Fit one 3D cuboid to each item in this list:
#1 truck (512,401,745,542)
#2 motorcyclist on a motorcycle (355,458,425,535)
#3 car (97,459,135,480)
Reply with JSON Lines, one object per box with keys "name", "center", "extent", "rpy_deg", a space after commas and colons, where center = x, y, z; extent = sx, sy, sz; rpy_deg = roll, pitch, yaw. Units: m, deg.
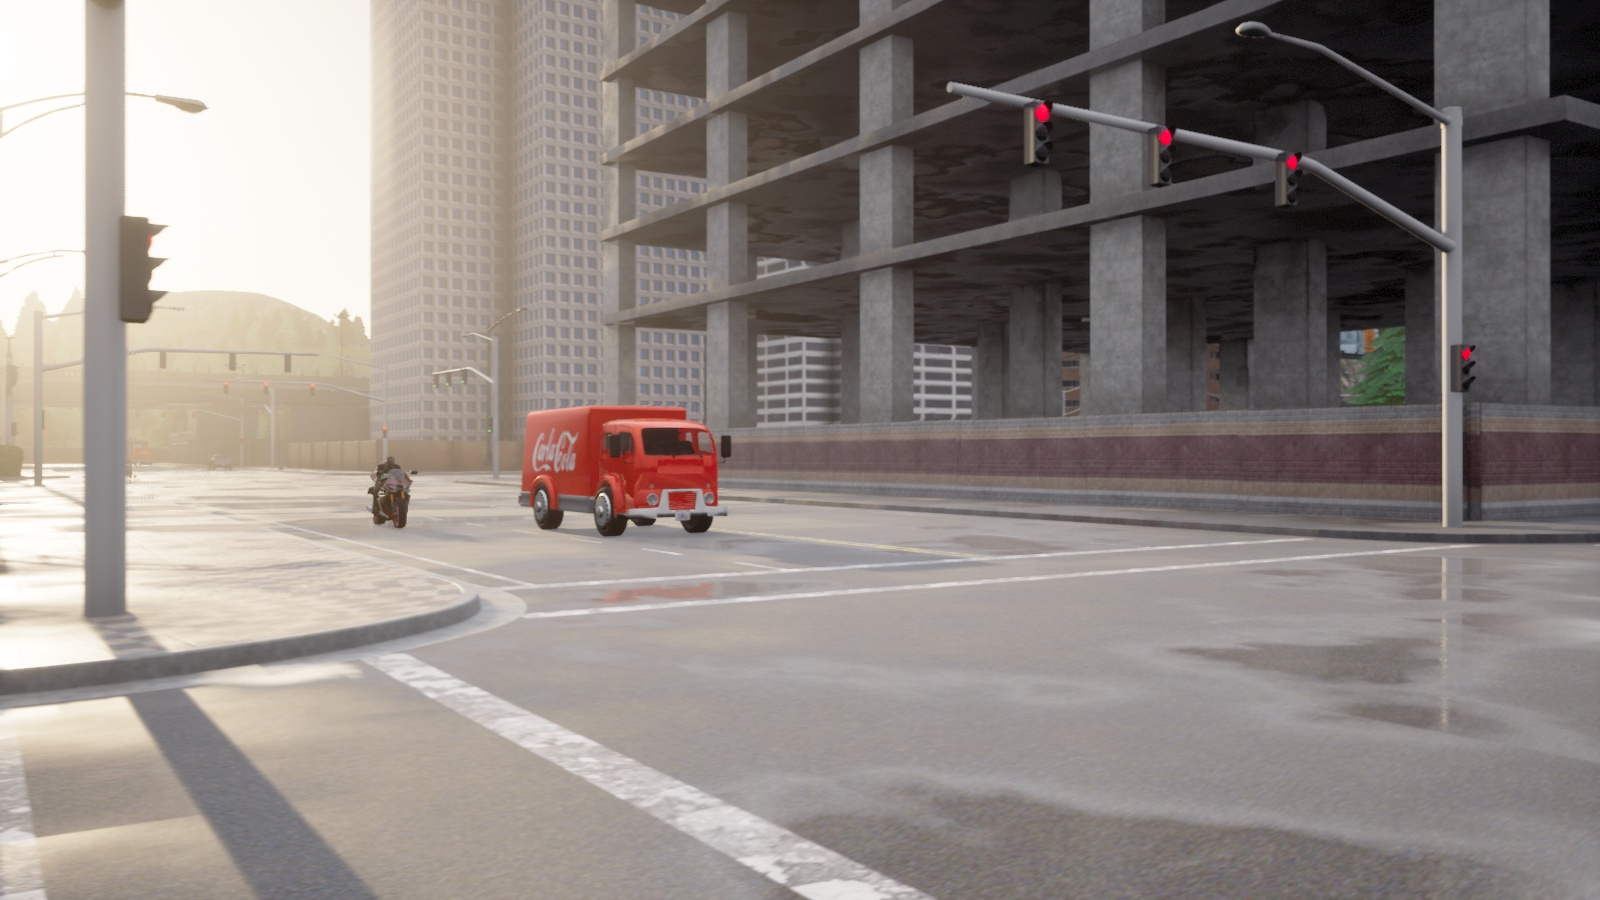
{"name": "truck", "center": [-3.554, 0.385, 24.952], "extent": [2.627, 2.467, 5.204], "rpy_deg": [0, 0, -33]}
{"name": "motorcyclist on a motorcycle", "center": [-8.621, 0.939, 26.372], "extent": [0.866, 1.530, 2.191], "rpy_deg": [0, 0, -33]}
{"name": "car", "center": [-46.872, 1.319, 85.984], "extent": [1.994, 1.385, 4.181], "rpy_deg": [0, 0, -33]}
